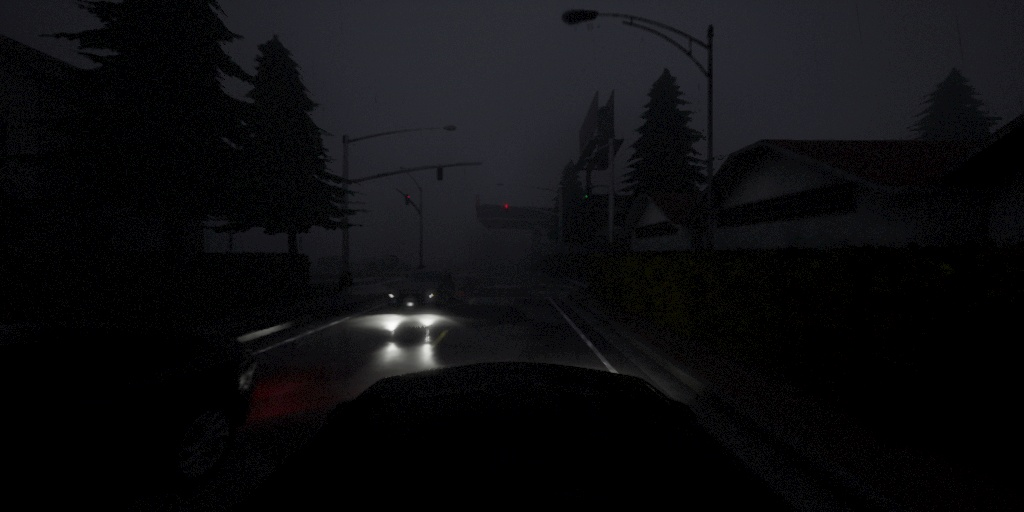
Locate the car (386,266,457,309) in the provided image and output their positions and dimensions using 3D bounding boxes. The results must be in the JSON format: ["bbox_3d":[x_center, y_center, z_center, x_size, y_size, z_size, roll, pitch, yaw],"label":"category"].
[{"bbox_3d":[-3.500,1.281,15.007,2.033,1.411,5.357,0,0,0],"label":"car"}]

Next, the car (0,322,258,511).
[{"bbox_3d":[-3.589,1.253,1.762,1.837,1.490,4.892,0,1,0],"label":"car"}]
